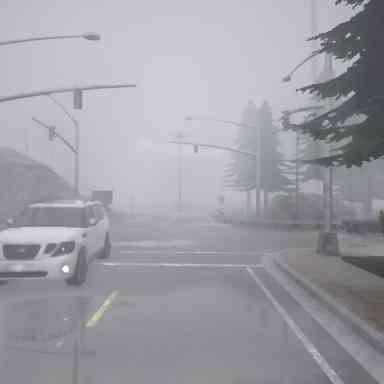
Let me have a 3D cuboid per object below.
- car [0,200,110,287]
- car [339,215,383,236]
[{"bbox_3d":[-3.876,1.281,9.865,2.150,2.045,5.566,0,0,-4],"label":"car"},{"bbox_3d":[12.023,2.094,21.253,4.718,1.301,1.895,0,-1,0],"label":"car"}]
